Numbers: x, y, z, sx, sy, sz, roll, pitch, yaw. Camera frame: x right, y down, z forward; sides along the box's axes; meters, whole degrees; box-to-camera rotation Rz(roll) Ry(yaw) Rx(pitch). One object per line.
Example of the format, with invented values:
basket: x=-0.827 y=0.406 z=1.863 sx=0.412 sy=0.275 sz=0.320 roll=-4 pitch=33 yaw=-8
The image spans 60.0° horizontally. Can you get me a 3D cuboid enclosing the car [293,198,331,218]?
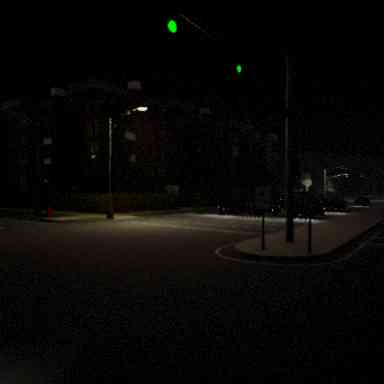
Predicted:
car: x=10.405 y=1.492 z=29.551 sx=2.033 sy=1.411 sz=5.357 roll=0 pitch=0 yaw=35

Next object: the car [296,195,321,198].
car: x=14.944 y=1.427 z=42.110 sx=1.837 sy=1.490 sz=4.892 roll=0 pitch=0 yaw=35

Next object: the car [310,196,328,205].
car: x=22.435 y=1.424 z=58.765 sx=1.812 sy=1.442 sz=4.674 roll=0 pitch=0 yaw=35

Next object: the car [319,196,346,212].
car: x=16.218 y=1.447 z=37.838 sx=1.837 sy=1.490 sz=4.892 roll=0 pitch=1 yaw=35

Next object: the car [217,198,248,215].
car: x=4.350 y=1.405 z=33.099 sx=1.837 sy=1.490 sz=4.892 roll=0 pitch=0 yaw=35

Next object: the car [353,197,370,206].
car: x=27.474 y=1.491 z=53.778 sx=2.033 sy=1.411 sz=5.357 roll=0 pitch=0 yaw=35

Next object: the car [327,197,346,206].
car: x=23.673 y=1.521 z=54.479 sx=1.895 sy=1.301 sz=4.718 roll=0 pitch=0 yaw=36

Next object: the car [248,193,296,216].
car: x=7.828 y=1.145 z=31.966 sx=2.150 sy=2.045 sz=5.566 roll=0 pitch=0 yaw=35
